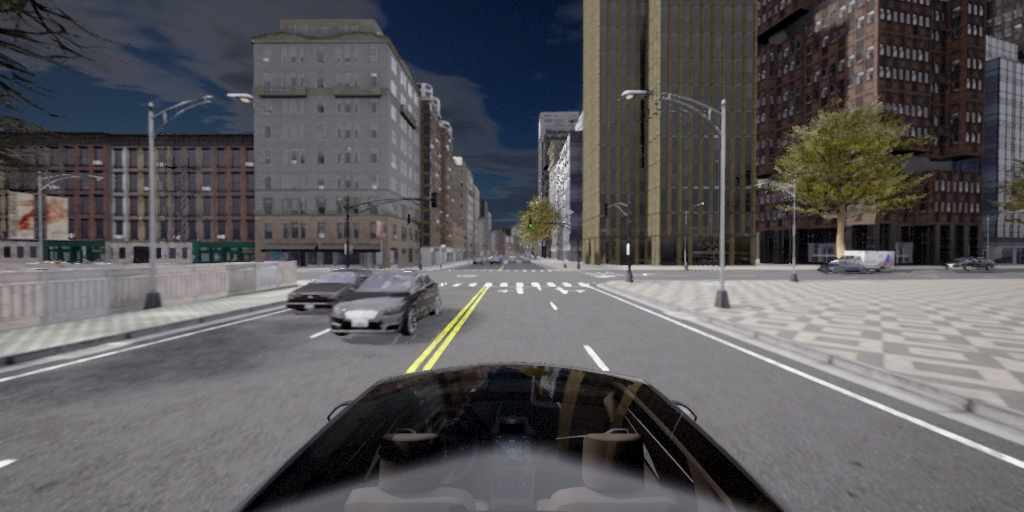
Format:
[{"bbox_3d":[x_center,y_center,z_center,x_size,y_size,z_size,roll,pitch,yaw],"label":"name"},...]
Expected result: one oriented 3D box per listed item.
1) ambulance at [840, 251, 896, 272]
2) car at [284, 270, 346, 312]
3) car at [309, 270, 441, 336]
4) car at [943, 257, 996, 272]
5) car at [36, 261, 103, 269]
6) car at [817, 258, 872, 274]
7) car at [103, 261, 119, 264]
[{"bbox_3d":[40.614,0.627,41.646,6.366,2.431,2.351,0,1,-7],"label":"ambulance"},{"bbox_3d":[-6.561,1.253,14.287,2.033,1.411,5.357,0,0,0],"label":"car"},{"bbox_3d":[-3.328,1.211,10.318,2.128,1.511,4.902,0,0,0],"label":"car"},{"bbox_3d":[50.571,0.822,39.685,4.902,1.511,2.128,0,1,-8],"label":"car"},{"bbox_3d":[-37.831,1.159,29.853,5.008,1.535,1.882,0,1,1],"label":"car"},{"bbox_3d":[34.812,1.204,37.874,4.181,1.385,1.994,0,1,-6],"label":"car"},{"bbox_3d":[-37.775,1.186,33.106,5.357,1.411,2.033,0,1,1],"label":"car"}]
